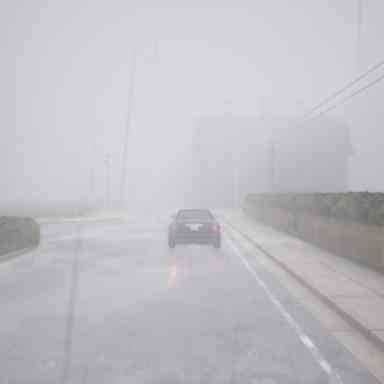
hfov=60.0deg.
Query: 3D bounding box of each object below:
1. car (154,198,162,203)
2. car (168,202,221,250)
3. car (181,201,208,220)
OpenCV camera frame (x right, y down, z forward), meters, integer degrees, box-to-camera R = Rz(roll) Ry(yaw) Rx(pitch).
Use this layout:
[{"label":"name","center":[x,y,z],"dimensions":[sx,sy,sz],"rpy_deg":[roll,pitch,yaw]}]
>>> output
[{"label":"car","center":[-8.380,2.023,81.571],"dimensions":[1.895,1.301,4.718],"rpy_deg":[0,0,-3]},{"label":"car","center":[0.094,1.431,14.940],"dimensions":[2.097,1.767,4.553],"rpy_deg":[0,0,0]},{"label":"car","center":[0.327,1.653,30.691],"dimensions":[2.128,1.511,4.902],"rpy_deg":[0,0,5]}]
